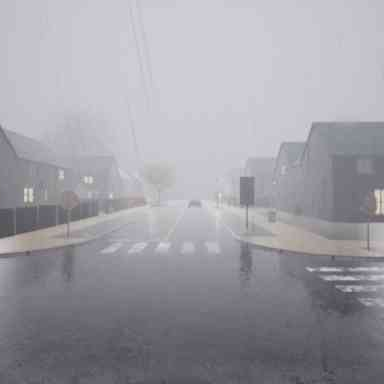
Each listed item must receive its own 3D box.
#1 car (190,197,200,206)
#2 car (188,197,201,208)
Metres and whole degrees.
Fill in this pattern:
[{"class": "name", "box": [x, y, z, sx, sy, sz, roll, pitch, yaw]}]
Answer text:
[{"class": "car", "box": [0.525, 1.717, 61.660, 1.882, 1.535, 5.008, 0, 0, 0]}, {"class": "car", "box": [0.435, 1.660, 51.241, 2.128, 1.511, 4.902, 0, 0, 0]}]
